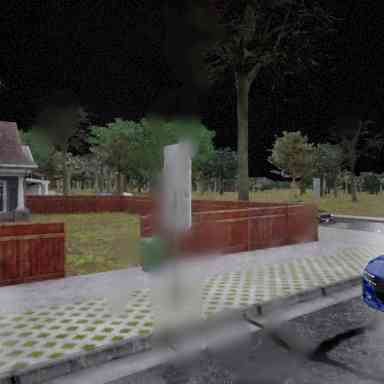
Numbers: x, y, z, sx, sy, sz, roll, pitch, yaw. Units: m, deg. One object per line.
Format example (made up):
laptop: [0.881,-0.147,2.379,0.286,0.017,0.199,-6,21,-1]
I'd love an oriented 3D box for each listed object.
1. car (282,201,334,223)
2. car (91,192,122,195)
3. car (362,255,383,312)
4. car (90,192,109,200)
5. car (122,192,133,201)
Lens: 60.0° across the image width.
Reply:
car: [6.838,1.349,22.786,2.033,1.411,5.357,0,1,-36]
car: [-13.004,0.820,50.311,2.033,1.411,5.357,0,1,-36]
car: [5.395,1.476,6.706,5.008,1.535,1.882,0,0,-35]
car: [-16.814,0.694,60.426,1.895,1.301,4.718,0,1,-36]
car: [-10.616,0.788,51.884,1.812,1.442,4.674,0,1,-36]
